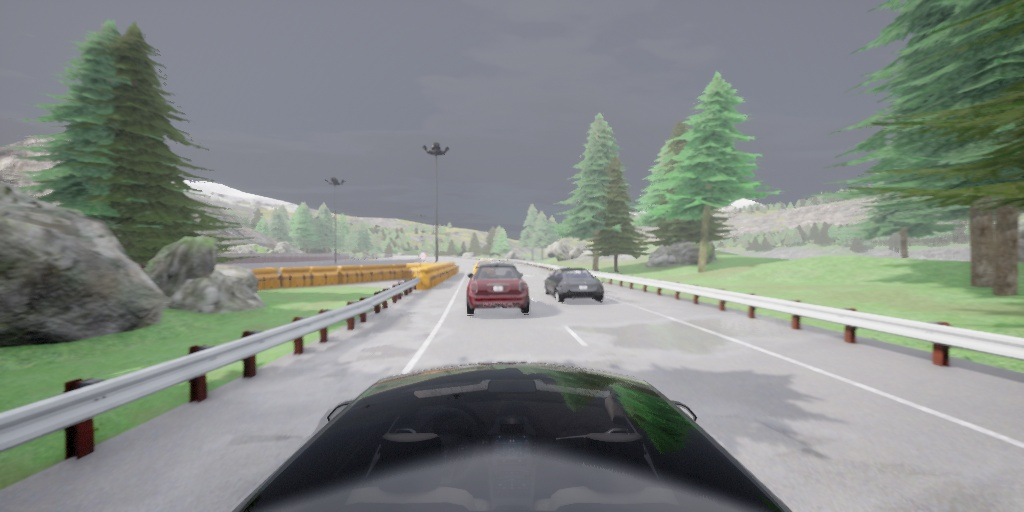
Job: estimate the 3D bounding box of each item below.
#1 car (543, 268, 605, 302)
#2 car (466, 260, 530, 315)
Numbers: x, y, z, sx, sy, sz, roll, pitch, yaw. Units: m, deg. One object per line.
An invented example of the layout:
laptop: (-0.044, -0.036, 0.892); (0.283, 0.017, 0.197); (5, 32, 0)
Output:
car: (2.677, 1.214, 16.294); (1.994, 1.385, 4.181); (0, 0, -5)
car: (-0.593, 1.041, 13.500); (2.097, 1.767, 4.553); (0, 0, -4)
